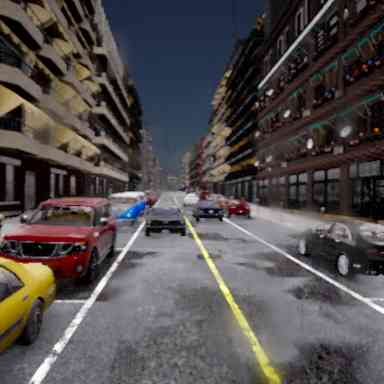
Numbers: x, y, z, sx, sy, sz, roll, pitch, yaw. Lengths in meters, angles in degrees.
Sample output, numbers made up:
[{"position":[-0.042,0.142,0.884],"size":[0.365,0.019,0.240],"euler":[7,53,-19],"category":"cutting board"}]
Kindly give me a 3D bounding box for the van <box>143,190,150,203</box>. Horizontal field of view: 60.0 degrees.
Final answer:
[{"position":[-4.469,0.906,25.742],"size":[1.690,1.788,3.998],"euler":[2,1,-4],"category":"van"}]

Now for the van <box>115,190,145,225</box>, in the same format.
[{"position":[-4.083,0.985,20.224],"size":[1.690,1.788,3.998],"euler":[2,1,-4],"category":"van"}]

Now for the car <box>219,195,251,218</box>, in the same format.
[{"position":[3.388,1.240,26.233],"size":[1.887,1.381,4.507],"euler":[2,1,-4],"category":"car"}]

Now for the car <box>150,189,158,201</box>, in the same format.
[{"position":[-5.238,0.726,36.774],"size":[2.192,1.841,5.009],"euler":[2,1,-4],"category":"car"}]

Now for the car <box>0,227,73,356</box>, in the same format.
[{"position":[-2.924,1.423,3.508],"size":[1.752,1.417,4.829],"euler":[2,1,-4],"category":"car"}]

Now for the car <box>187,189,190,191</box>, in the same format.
[{"position":[0.269,0.696,70.369],"size":[1.802,1.307,4.206],"euler":[2,1,-4],"category":"car"}]

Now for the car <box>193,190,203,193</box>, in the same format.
[{"position":[1.822,0.706,48.296],"size":[2.192,1.841,5.009],"euler":[2,1,-4],"category":"car"}]

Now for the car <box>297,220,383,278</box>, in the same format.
[{"position":[4.542,1.490,9.683],"size":[2.008,1.369,4.403],"euler":[2,1,-4],"category":"car"}]

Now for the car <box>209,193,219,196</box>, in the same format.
[{"position":[3.002,1.162,31.749],"size":[1.887,1.381,4.507],"euler":[2,1,-4],"category":"car"}]

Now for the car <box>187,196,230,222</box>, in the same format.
[{"position":[1.041,1.239,23.347],"size":[2.033,1.411,5.357],"euler":[1,1,-4],"category":"car"}]

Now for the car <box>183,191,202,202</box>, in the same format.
[{"position":[-0.109,0.984,40.032],"size":[1.812,1.442,4.674],"euler":[1,1,-4],"category":"car"}]

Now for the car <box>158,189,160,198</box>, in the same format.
[{"position":[-5.623,0.651,42.290],"size":[2.192,1.841,5.009],"euler":[2,1,-4],"category":"car"}]

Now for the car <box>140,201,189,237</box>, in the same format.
[{"position":[-1.272,1.346,16.383],"size":[1.895,1.301,4.718],"euler":[1,1,-4],"category":"car"}]

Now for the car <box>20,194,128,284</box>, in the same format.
[{"position":[-3.311,1.125,9.193],"size":[2.192,1.841,5.009],"euler":[2,1,-4],"category":"car"}]

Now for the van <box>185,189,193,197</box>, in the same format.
[{"position":[-0.879,0.269,86.920],"size":[1.690,1.788,3.998],"euler":[2,0,-4],"category":"van"}]

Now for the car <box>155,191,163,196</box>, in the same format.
[{"position":[-9.104,0.321,91.946],"size":[1.802,1.307,4.206],"euler":[2,0,-4],"category":"car"}]

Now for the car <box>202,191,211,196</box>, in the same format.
[{"position":[2.629,0.981,37.266],"size":[1.967,1.590,4.097],"euler":[2,1,-4],"category":"car"}]
